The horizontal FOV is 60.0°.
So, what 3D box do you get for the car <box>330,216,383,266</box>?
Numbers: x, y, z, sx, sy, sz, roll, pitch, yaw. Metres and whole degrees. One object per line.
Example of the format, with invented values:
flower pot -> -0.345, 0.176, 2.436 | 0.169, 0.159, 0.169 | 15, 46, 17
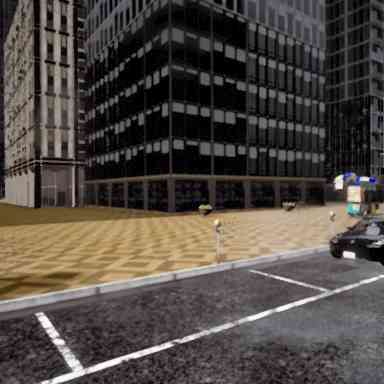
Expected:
car -> 6.455, 1.487, 11.159 | 4.313, 1.339, 1.947 | 0, 0, -35
